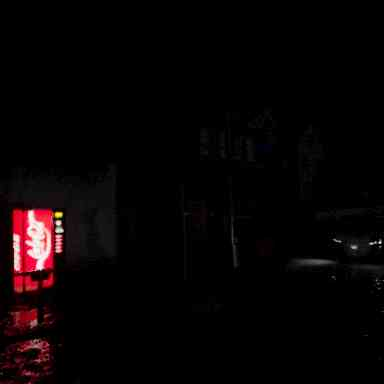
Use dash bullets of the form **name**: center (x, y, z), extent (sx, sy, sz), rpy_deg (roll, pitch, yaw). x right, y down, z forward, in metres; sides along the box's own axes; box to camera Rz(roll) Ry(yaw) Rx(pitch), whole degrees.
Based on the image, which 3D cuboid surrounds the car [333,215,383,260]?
- **car**: center (7.364, 1.746, 13.690), extent (1.837, 1.490, 4.892), rpy_deg (-3, -2, 41)
